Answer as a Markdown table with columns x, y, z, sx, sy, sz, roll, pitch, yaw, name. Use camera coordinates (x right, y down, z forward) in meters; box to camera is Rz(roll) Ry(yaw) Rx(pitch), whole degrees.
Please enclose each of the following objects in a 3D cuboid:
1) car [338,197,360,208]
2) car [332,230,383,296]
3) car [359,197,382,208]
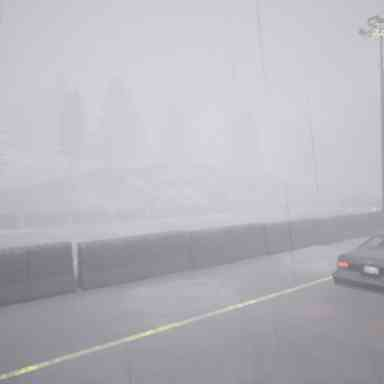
| x | y | z | sx | sy | sz | roll | pitch | yaw | name |
| --- | --- | --- | --- | --- | --- | --- | --- | --- | --- |
| 23.453 | 1.463 | 48.959 | 4.892 | 1.490 | 1.837 | -1 | 0 | -38 | car |
| 5.572 | 1.591 | 8.180 | 5.357 | 1.411 | 2.033 | 0 | -1 | -38 | car |
| 25.616 | 1.418 | 46.213 | 4.674 | 1.442 | 1.812 | -1 | 0 | -38 | car |
